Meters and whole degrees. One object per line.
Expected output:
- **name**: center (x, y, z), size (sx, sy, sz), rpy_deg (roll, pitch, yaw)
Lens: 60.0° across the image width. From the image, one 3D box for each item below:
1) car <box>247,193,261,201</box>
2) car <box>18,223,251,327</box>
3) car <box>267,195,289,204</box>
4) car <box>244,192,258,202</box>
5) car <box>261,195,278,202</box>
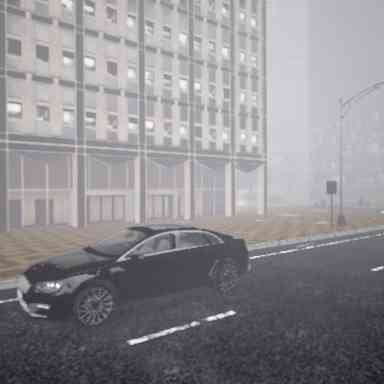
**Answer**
- **car**: center (15.221, 1.226, 81.540), size (2.097, 1.767, 4.553), rpy_deg (0, 0, -8)
- **car**: center (-0.913, 1.465, 7.047), size (4.902, 1.511, 2.128), rpy_deg (0, 0, -36)
- **car**: center (15.400, 1.255, 59.069), size (2.097, 1.767, 4.553), rpy_deg (0, 0, -8)
- **car**: center (13.243, 1.095, 74.267), size (2.150, 2.045, 5.566), rpy_deg (0, 0, -8)
- **car**: center (16.658, 1.449, 71.641), size (1.812, 1.442, 4.674), rpy_deg (0, 0, -8)
